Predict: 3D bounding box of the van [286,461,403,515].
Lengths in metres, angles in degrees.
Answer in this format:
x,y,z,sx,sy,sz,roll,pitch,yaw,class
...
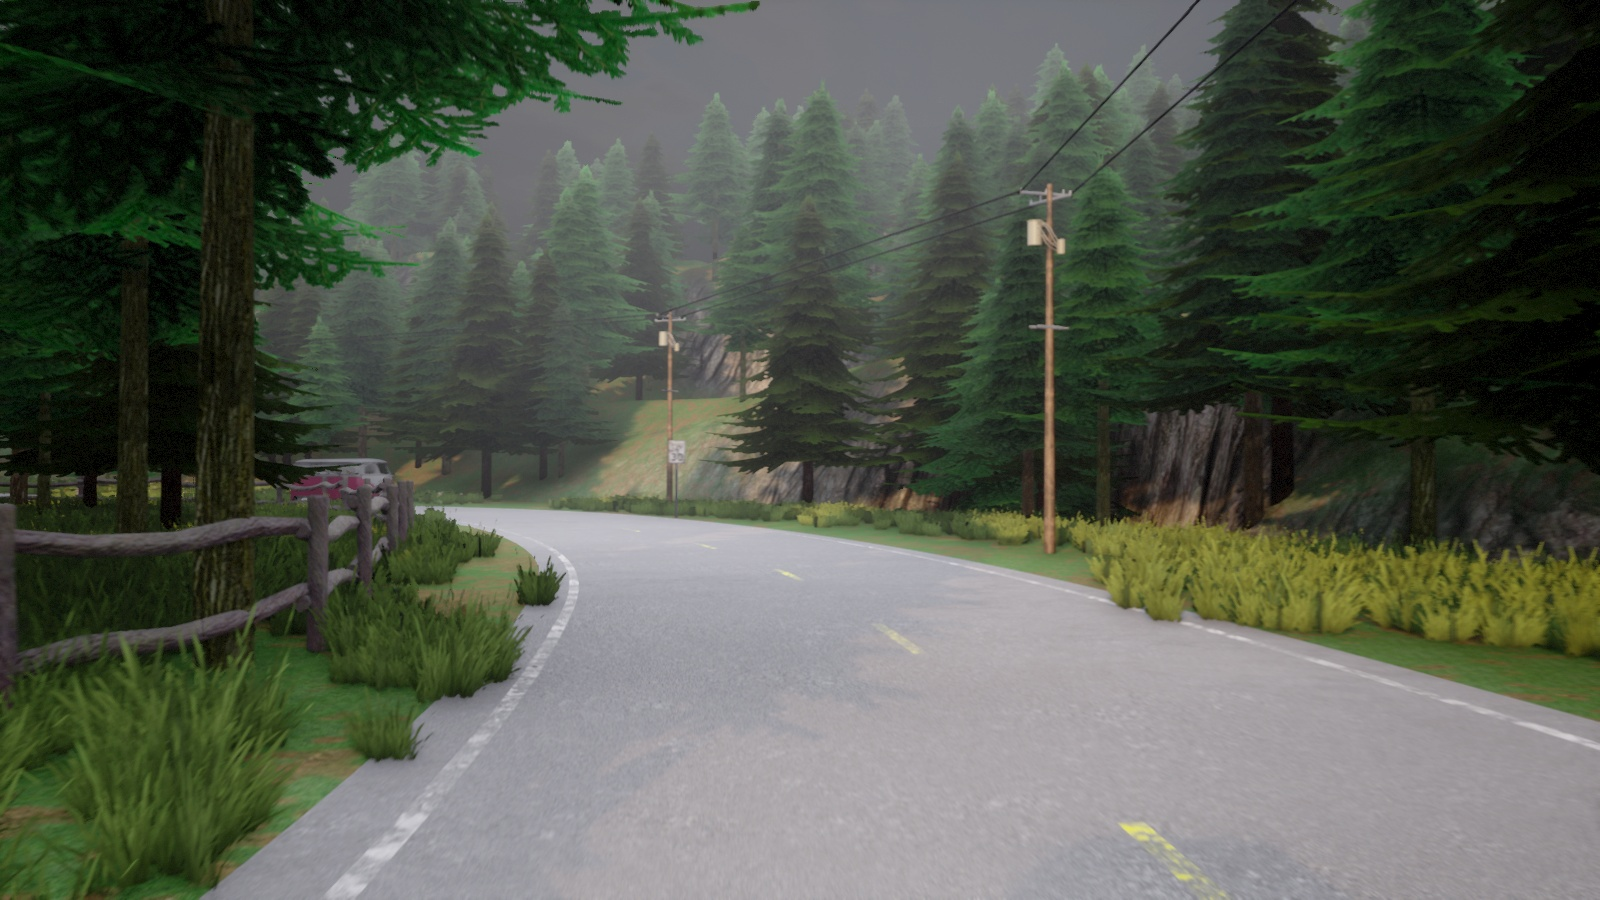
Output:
x,y,z,sx,sy,sz,roll,pitch,yaw,class
-17.602,1.460,48.457,4.442,1.987,1.775,-1,-1,30,van
